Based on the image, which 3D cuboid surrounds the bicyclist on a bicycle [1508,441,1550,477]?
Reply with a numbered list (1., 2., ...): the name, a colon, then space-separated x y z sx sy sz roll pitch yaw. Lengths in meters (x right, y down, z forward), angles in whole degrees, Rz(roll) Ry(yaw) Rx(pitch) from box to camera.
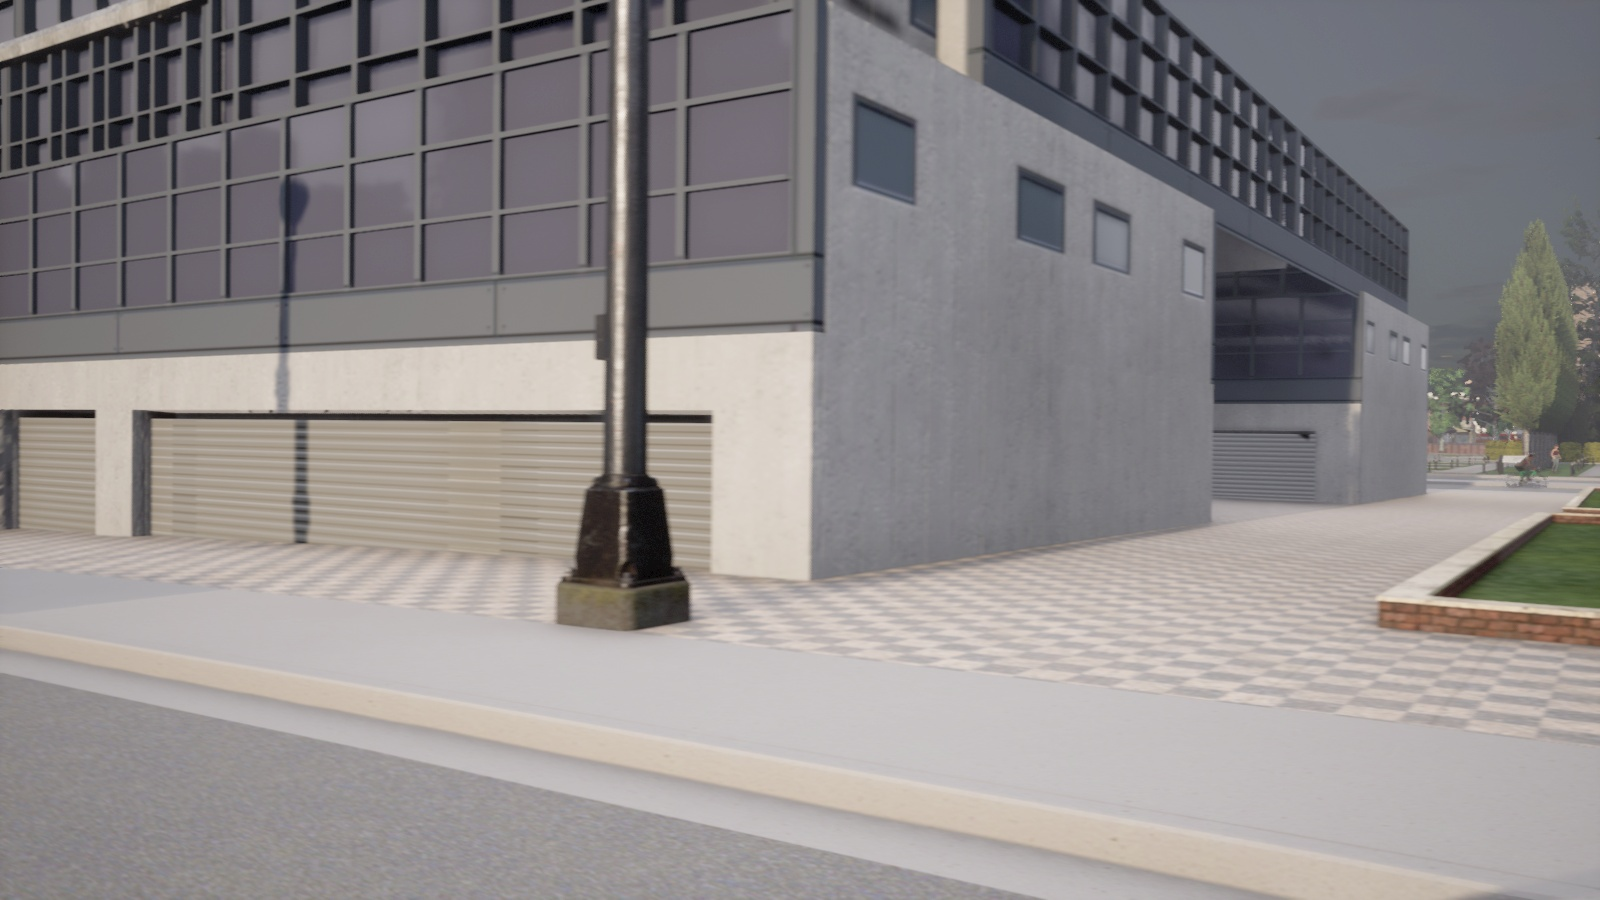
1. bicyclist on a bicycle: 33.829 0.396 58.280 1.656 1.620 0.582 1 1 33
